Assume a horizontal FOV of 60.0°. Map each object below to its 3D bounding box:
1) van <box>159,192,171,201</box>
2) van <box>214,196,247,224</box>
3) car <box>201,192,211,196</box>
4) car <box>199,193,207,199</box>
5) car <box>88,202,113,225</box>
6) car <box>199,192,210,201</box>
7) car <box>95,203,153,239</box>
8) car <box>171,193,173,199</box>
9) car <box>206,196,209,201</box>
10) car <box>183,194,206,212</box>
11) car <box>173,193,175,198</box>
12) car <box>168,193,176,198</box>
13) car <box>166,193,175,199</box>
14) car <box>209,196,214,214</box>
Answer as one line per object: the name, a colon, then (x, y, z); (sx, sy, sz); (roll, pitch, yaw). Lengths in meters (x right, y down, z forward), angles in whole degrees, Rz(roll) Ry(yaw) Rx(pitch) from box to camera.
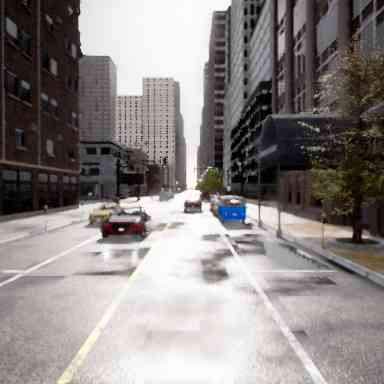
van: (-5.697, 0.905, 66.586); (1.690, 1.788, 3.998); (0, 0, 0)
van: (2.687, 1.172, 22.875); (1.690, 1.788, 3.998); (0, 0, 0)
car: (2.682, 0.879, 66.589); (2.192, 1.841, 5.009); (0, 0, 0)
car: (2.682, 1.043, 83.163); (1.947, 1.339, 4.313); (0, 0, 0)
car: (-5.692, 1.358, 22.706); (1.752, 1.417, 4.829); (0, 0, 0)
car: (2.682, 0.849, 72.113); (2.192, 1.841, 5.009); (0, 0, 0)
car: (-3.096, 1.441, 16.519); (1.994, 1.385, 4.181); (0, 0, 0)
car: (-5.698, 0.975, 72.110); (1.967, 1.590, 4.097); (0, 0, 0)
car: (2.686, 1.334, 34.203); (1.802, 1.307, 4.206); (0, 0, 0)
car: (0.119, 1.237, 35.146); (2.128, 1.511, 4.902); (0, 0, 1)
car: (-5.699, 0.918, 83.159); (1.967, 1.590, 4.097); (0, 0, 0)
car: (-5.699, 0.976, 94.207); (2.008, 1.369, 4.403); (0, 0, 0)
car: (-5.699, 1.002, 88.683); (2.008, 1.369, 4.403); (0, 0, 0)
car: (2.686, 1.314, 28.711); (1.752, 1.417, 4.829); (0, 0, 0)
